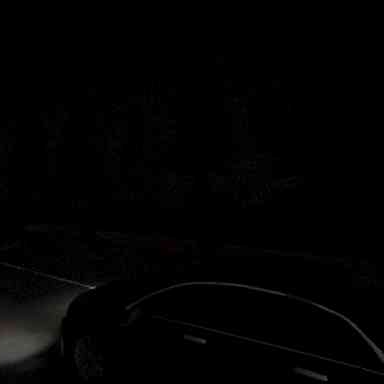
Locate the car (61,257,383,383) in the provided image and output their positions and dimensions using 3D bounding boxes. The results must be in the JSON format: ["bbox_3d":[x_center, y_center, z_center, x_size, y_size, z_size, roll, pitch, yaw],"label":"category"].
[{"bbox_3d":[0.568,1.494,3.572,4.892,1.490,1.837,1,0,36],"label":"car"}]
